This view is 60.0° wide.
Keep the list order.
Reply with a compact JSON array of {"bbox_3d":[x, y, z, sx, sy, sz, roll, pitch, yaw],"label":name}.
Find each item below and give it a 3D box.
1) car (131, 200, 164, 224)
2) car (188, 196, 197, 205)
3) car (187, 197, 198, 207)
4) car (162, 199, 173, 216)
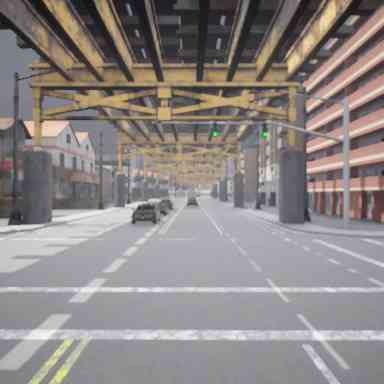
[{"bbox_3d":[-3.604,1.678,26.614,1.837,1.490,4.892,0,0,0],"label":"car"},{"bbox_3d":[0.067,1.747,69.273,1.882,1.535,5.008,0,0,0],"label":"car"},{"bbox_3d":[0.084,1.902,59.309,1.895,1.301,4.718,0,0,0],"label":"car"},{"bbox_3d":[-3.605,1.784,36.465,2.033,1.411,5.357,0,0,0],"label":"car"}]
